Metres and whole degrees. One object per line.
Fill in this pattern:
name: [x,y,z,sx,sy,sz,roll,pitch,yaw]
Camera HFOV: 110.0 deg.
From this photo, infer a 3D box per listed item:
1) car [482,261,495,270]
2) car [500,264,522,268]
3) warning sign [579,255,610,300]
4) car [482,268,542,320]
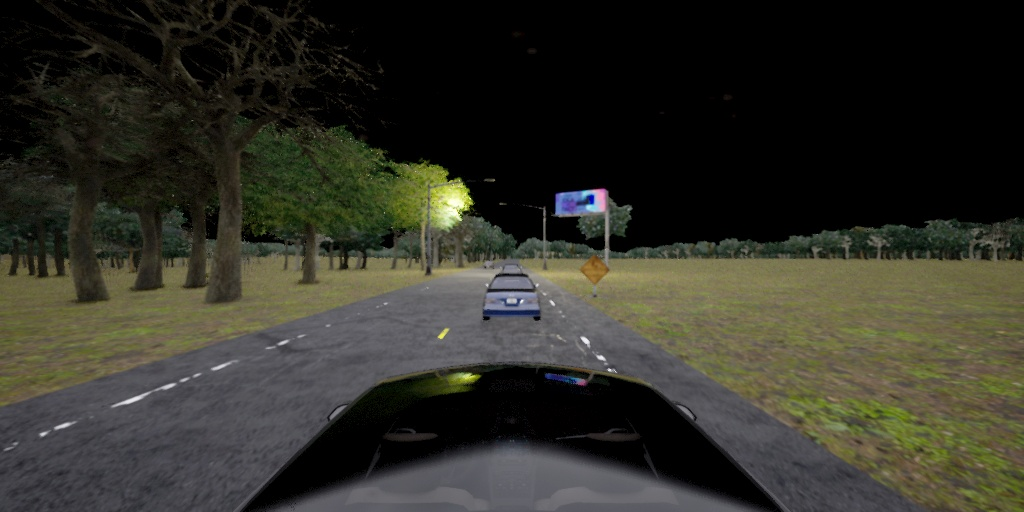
car: [-3.894,1.537,61.018,1.837,1.490,4.892,0,0,0]
car: [-0.077,1.357,30.003,1.994,1.385,4.181,0,0,0]
warning sign: [3.517,0.869,15.252,1.300,1.860,1.060,0,0,0]
car: [0.004,1.301,12.524,2.033,1.411,5.357,0,0,0]
